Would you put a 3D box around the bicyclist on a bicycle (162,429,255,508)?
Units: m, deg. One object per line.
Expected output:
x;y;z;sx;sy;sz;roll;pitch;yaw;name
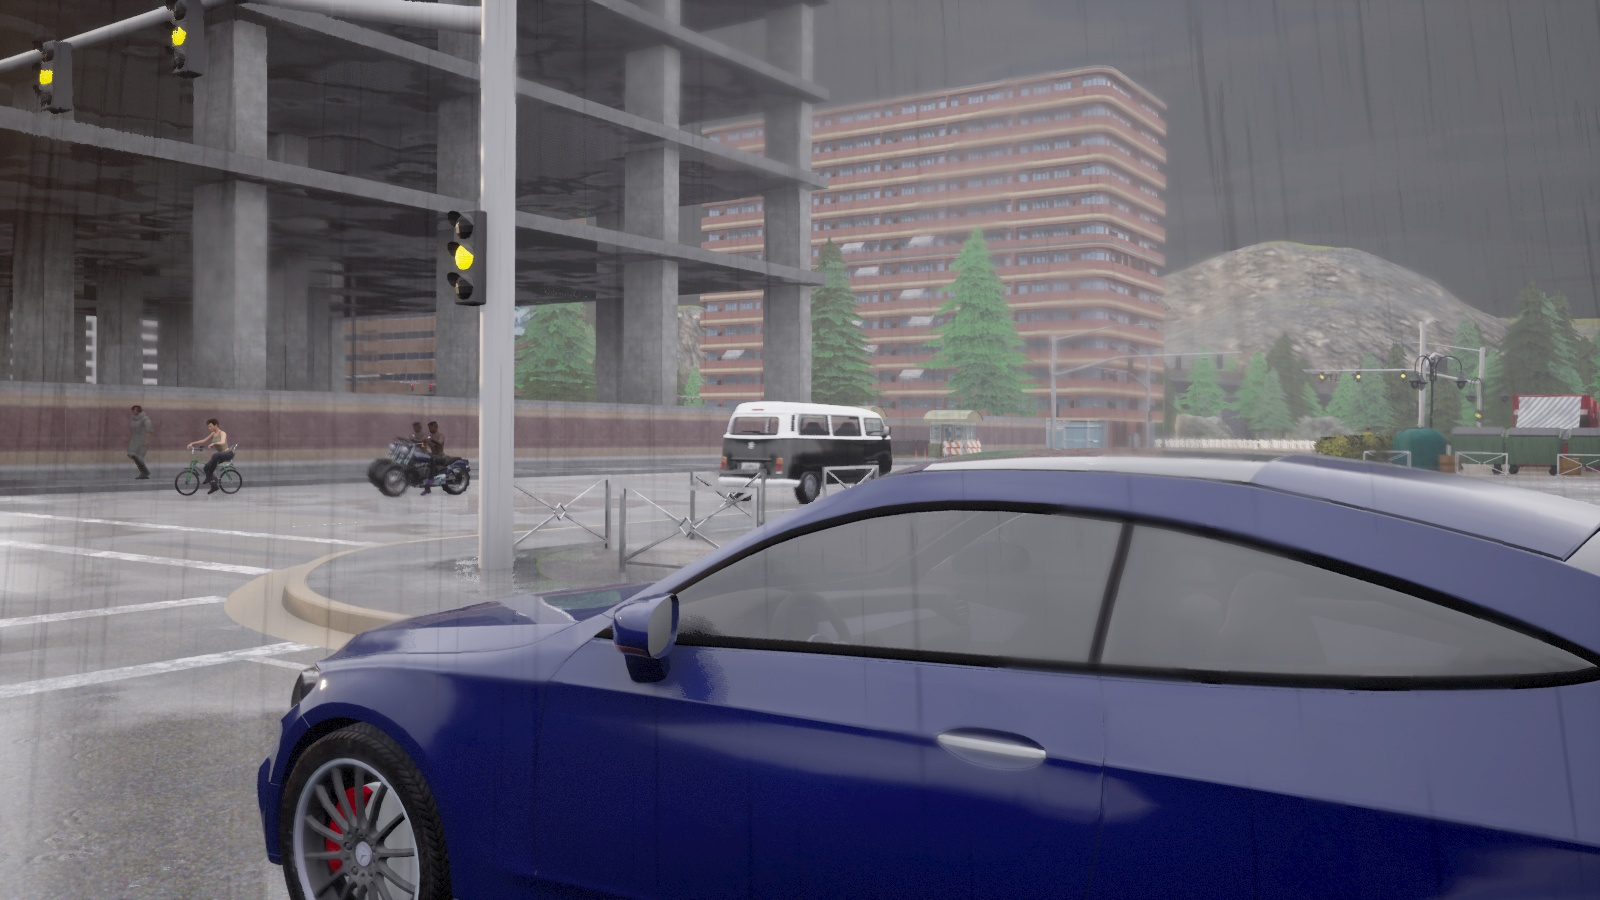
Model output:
-12.388;0.365;26.348;0.866;1.612;1.509;0;1;34;bicyclist on a bicycle

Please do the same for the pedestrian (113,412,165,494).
-15.910;0.067;30.239;0.659;1.952;0.873;0;1;31;pedestrian

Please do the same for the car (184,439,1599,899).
0.620;0.708;3.212;4.674;1.442;1.812;0;1;34;car

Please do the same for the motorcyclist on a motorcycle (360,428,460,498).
-9.515;0.293;30.715;0.766;1.649;2.350;0;1;33;motorcyclist on a motorcycle

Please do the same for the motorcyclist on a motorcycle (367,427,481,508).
-7.963;0.334;26.710;0.766;1.649;2.350;0;1;33;motorcyclist on a motorcycle

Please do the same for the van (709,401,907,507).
0.273;0.035;26.486;2.069;2.038;4.480;0;1;33;van
